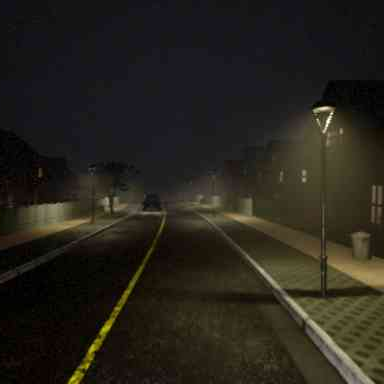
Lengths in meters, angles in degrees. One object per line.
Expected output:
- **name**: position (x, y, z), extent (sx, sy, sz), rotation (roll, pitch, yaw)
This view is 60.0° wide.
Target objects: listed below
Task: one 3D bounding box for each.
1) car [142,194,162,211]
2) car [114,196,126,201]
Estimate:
- **car**: position (-4.890, 1.234, 41.072), extent (2.150, 2.045, 5.566), rotation (0, 0, -5)
- **car**: position (-18.607, 1.699, 80.756), extent (4.892, 1.490, 1.837), rotation (-1, 4, -12)
